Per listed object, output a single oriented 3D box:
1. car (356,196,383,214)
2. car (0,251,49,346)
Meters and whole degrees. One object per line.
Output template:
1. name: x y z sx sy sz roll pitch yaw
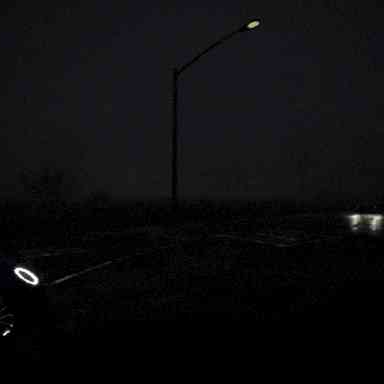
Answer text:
1. car: 16.488 1.123 29.480 5.008 1.535 1.882 -2 2 -38
2. car: -4.468 1.286 4.529 4.553 1.767 2.097 -1 1 -38
